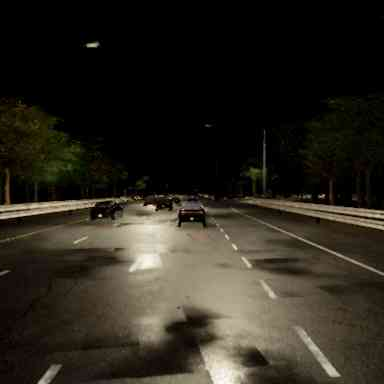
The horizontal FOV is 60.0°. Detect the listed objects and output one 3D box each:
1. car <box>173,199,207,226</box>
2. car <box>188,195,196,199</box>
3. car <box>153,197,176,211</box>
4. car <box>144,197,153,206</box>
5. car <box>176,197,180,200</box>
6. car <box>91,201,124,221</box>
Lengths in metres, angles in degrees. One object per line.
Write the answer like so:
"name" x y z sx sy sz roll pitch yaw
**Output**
"car" 0.000 1.510 23.492 2.128 1.511 4.902 0 0 0
"car" 0.020 1.621 82.741 1.994 1.385 4.181 0 0 0
"car" -3.389 1.510 41.946 1.882 1.535 5.008 0 0 0
"car" -6.893 1.591 55.719 2.033 1.411 5.357 0 0 0
"car" -3.383 1.616 66.742 1.994 1.385 4.181 0 0 0
"car" -6.894 1.527 27.405 1.837 1.490 4.892 0 0 0
